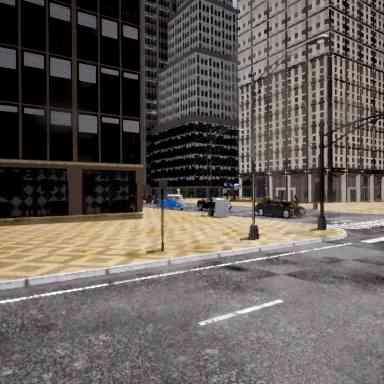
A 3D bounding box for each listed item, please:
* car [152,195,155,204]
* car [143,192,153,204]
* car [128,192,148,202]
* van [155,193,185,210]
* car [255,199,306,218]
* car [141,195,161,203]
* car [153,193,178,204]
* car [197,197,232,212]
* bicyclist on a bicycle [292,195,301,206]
[{"bbox_3d":[-3.219,1.348,45.420,1.812,1.442,4.674,-1,1,-34],"label":"car"},{"bbox_3d":[-6.413,1.251,55.760,1.837,1.490,4.892,-1,1,-34],"label":"car"},{"bbox_3d":[-10.940,0.981,67.179,2.192,1.841,5.009,0,0,-34],"label":"car"},{"bbox_3d":[-2.376,1.210,39.539,1.690,1.788,3.998,0,0,-34],"label":"van"},{"bbox_3d":[7.706,1.419,29.234,1.837,1.490,4.892,-1,1,-34],"label":"car"},{"bbox_3d":[-7.838,1.238,62.590,1.887,1.381,4.507,0,0,-34],"label":"car"},{"bbox_3d":[-4.737,1.035,57.999,2.192,1.841,5.009,0,0,-34],"label":"car"},{"bbox_3d":[2.432,1.362,37.042,2.128,1.511,4.902,-1,1,-34],"label":"car"},{"bbox_3d":[12.012,1.118,38.461,1.656,1.620,0.582,-1,1,-34],"label":"bicyclist on a bicycle"}]
